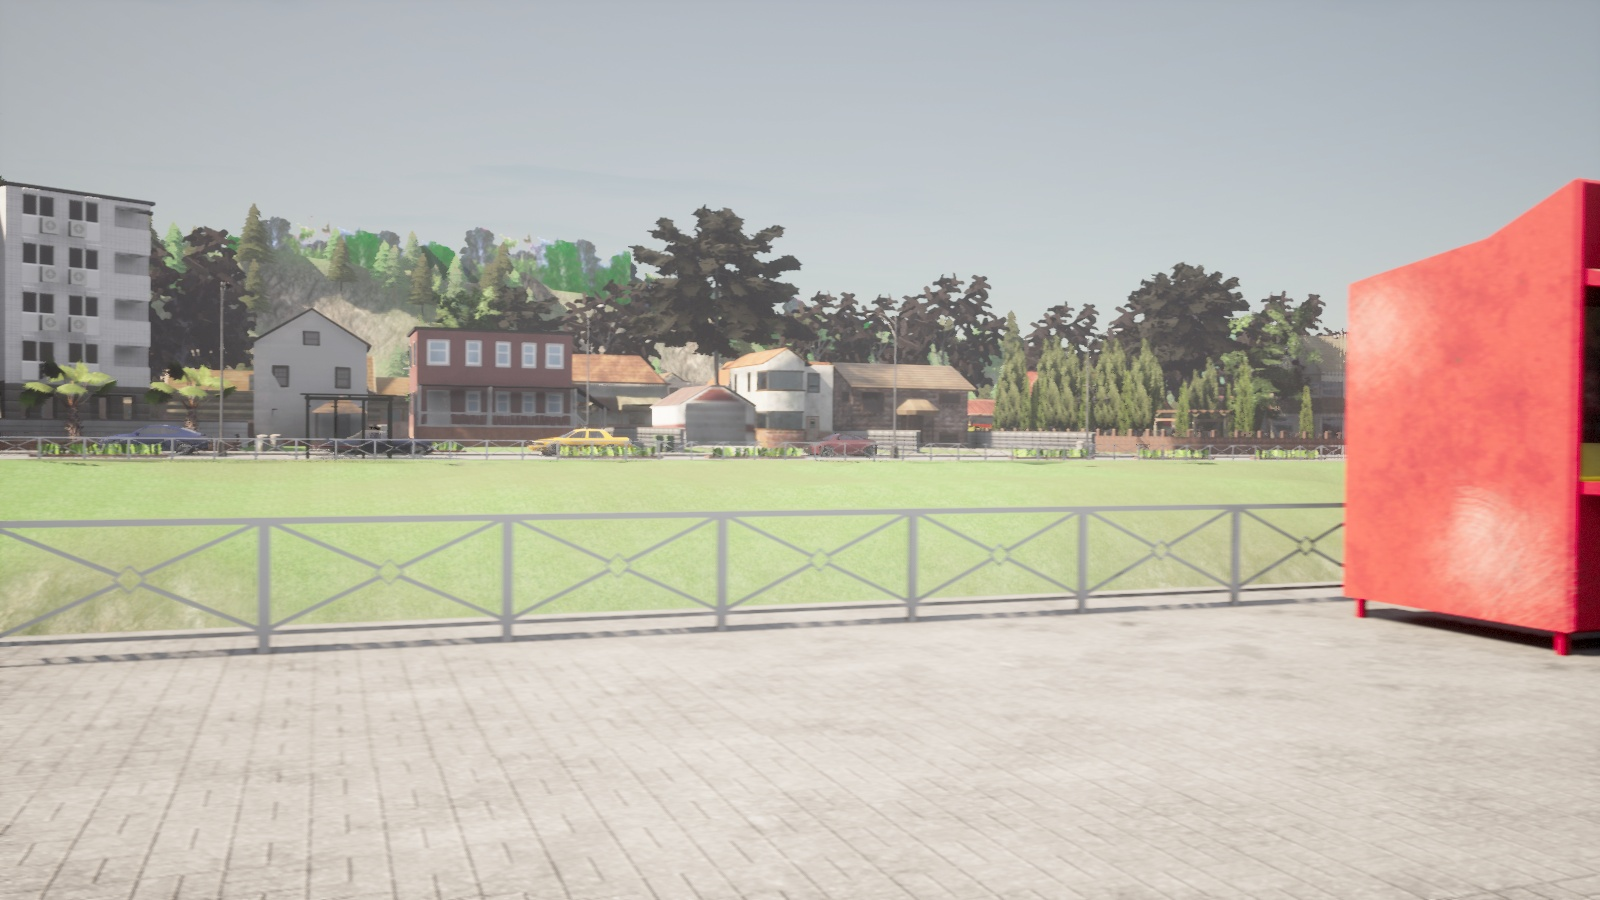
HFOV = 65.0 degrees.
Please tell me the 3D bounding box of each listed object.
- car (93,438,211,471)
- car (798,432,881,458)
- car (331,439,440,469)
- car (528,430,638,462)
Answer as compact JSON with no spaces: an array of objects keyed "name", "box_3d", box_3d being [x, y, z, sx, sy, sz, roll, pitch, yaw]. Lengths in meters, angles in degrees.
[{"name":"car","box_3d":[-30.055,0.199,58.368,4.674,1.442,1.812,-1,1,-21]},{"name":"car","box_3d":[2.202,-0.311,70.606,4.181,1.385,1.994,-1,1,-21]},{"name":"car","box_3d":[-19.207,0.159,58.206,4.718,1.301,1.895,-1,1,-21]},{"name":"car","box_3d":[-11.298,-0.206,65.483,5.366,1.575,1.801,-1,1,-21]}]
